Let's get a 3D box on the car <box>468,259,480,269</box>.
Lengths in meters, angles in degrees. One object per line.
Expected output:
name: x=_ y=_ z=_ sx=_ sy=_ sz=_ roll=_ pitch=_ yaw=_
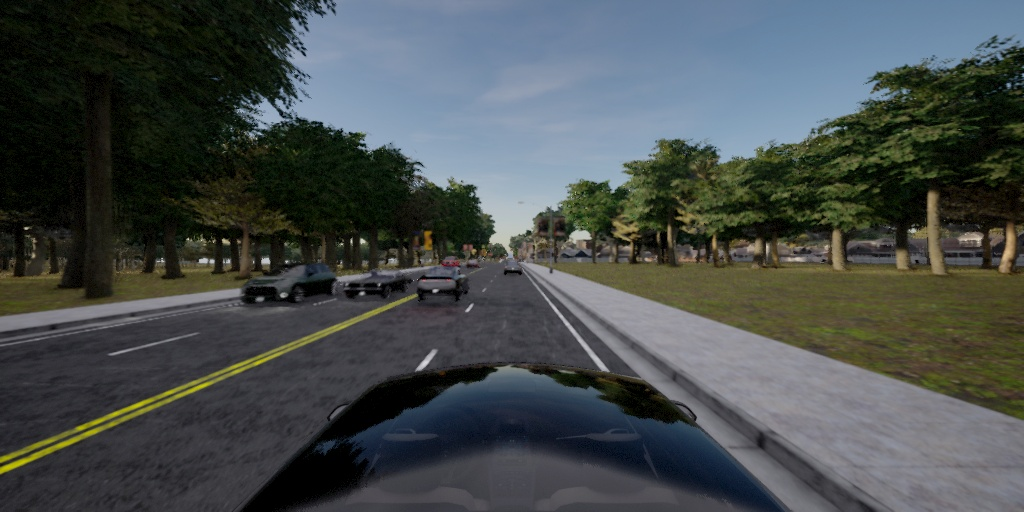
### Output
car: x=-6.549 y=1.320 z=60.120 sx=1.882 sy=1.535 sz=5.008 roll=0 pitch=0 yaw=1

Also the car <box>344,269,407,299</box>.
car: x=-6.602 y=1.352 z=18.023 sx=1.895 sy=1.301 sz=4.718 roll=0 pitch=0 yaw=0

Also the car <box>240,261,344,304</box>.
car: x=-9.850 y=1.103 z=16.261 sx=2.097 sy=1.767 sz=4.553 roll=0 pitch=0 yaw=0

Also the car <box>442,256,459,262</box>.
car: x=-9.803 y=1.055 z=57.463 sx=2.150 sy=2.045 sz=5.566 roll=0 pitch=0 yaw=1

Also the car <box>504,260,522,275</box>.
car: x=0.096 y=1.343 z=40.677 sx=1.994 sy=1.385 sz=4.181 roll=0 pitch=0 yaw=0

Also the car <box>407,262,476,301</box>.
car: x=-3.151 y=1.242 z=17.163 sx=2.128 sy=1.511 sz=4.902 roll=0 pitch=0 yaw=0
